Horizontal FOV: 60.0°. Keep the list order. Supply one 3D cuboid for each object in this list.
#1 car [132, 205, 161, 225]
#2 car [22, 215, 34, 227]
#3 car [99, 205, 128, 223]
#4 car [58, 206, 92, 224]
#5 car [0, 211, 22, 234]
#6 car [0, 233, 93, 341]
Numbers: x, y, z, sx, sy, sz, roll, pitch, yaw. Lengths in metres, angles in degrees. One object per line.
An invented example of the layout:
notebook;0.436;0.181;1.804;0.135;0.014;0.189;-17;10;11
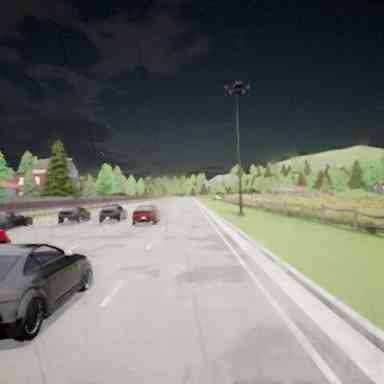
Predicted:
car;-3.661;1.794;27.344;1.882;1.535;5.008;-2;0;0
car;-14.140;2.185;25.304;2.033;1.411;5.357;-2;0;0
car;-7.181;1.958;30.634;1.837;1.490;4.892;-2;0;0
car;-10.680;2.069;30.558;1.837;1.490;4.892;-2;0;0
car;-7.034;1.511;8.708;2.150;2.045;5.566;-2;0;0
car;-3.511;1.726;6.787;1.994;1.385;4.181;-2;0;0
